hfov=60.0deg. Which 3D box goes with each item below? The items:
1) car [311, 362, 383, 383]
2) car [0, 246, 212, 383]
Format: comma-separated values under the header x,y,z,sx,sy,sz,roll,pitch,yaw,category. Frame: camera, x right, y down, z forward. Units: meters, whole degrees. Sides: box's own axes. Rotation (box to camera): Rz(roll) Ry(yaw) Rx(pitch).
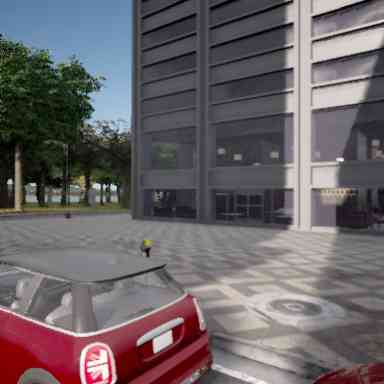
x,y,z,sx,sy,sz,roll,pitch,yaw,category
2.569,1.544,1.130,4.507,1.381,1.887,0,0,35,car
-1.858,1.442,4.286,4.097,1.590,1.967,0,0,35,car
